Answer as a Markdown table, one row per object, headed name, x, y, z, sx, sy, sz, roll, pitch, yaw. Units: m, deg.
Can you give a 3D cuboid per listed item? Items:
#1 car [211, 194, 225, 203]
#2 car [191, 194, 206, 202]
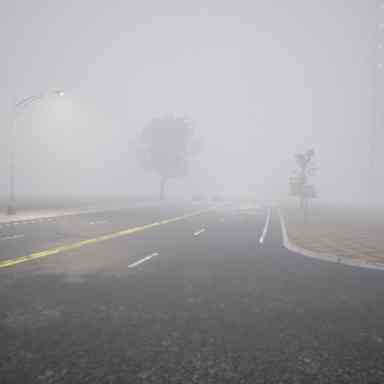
| name | x | y | z | sx | sy | sz | roll | pitch | yaw |
| --- | --- | --- | --- | --- | --- | --- | --- | --- | --- |
| car | 4.376 | 1.104 | 55.822 | 1.994 | 1.385 | 4.181 | 2 | 1 | 12 |
| car | 1.192 | 0.979 | 56.466 | 1.994 | 1.385 | 4.181 | 2 | 1 | 12 |
